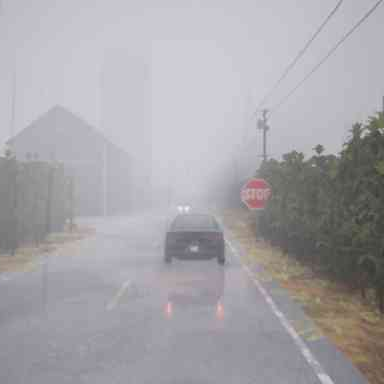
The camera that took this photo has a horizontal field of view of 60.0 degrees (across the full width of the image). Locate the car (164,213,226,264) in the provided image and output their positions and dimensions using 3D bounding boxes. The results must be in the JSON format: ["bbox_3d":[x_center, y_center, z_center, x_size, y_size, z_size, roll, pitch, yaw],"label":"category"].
[{"bbox_3d":[0.099,1.480,11.890,1.882,1.535,5.008,0,0,1],"label":"car"}]

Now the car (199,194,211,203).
[{"bbox_3d":[3.021,1.528,71.784,2.128,1.511,4.902,0,0,-1],"label":"car"}]

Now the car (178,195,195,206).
[{"bbox_3d":[-1.206,1.503,55.174,2.128,1.511,4.902,0,0,5],"label":"car"}]

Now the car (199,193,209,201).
[{"bbox_3d":[2.867,1.202,81.892,2.097,1.767,4.553,0,0,-4],"label":"car"}]
